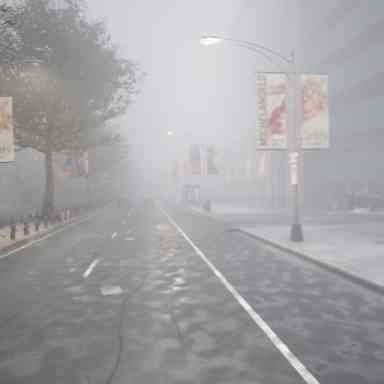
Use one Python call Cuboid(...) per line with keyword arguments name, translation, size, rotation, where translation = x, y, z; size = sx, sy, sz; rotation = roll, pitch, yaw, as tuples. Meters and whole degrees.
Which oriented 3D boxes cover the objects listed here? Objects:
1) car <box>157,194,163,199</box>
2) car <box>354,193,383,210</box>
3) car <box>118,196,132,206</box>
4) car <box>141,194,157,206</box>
Cuboid(name="car", translation=(-8.598, 1.185, 86.766), size=(1.895, 1.301, 4.718), rotation=(-2, 0, -8))
Cuboid(name="car", translation=(15.531, 0.803, 29.534), size=(2.161, 1.482, 4.786), rotation=(-2, 0, -8))
Cuboid(name="car", translation=(-10.497, 1.395, 51.977), size=(1.837, 1.490, 4.892), rotation=(-2, 0, -8))
Cuboid(name="car", translation=(-6.896, 1.280, 51.471), size=(1.882, 1.535, 5.008), rotation=(-2, 0, -8))
